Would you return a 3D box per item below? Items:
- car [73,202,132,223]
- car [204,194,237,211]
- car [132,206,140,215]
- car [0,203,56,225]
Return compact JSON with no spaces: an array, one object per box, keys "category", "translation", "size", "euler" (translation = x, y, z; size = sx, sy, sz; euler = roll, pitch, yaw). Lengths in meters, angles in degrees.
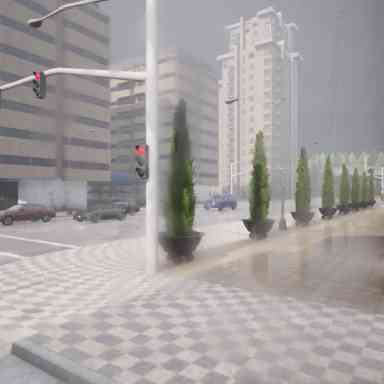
[{"category":"car","translation":[-7.160,1.619,26.121],"size":[1.994,1.385,4.181],"euler":[0,0,35]},{"category":"car","translation":[3.674,1.277,41.836],"size":[2.150,2.045,5.566],"euler":[0,0,35]},{"category":"car","translation":[-7.288,1.656,32.109],"size":[1.895,1.301,4.718],"euler":[0,0,35]},{"category":"car","translation":[-12.429,1.581,24.602],"size":[1.812,1.442,4.674],"euler":[0,0,34]}]
